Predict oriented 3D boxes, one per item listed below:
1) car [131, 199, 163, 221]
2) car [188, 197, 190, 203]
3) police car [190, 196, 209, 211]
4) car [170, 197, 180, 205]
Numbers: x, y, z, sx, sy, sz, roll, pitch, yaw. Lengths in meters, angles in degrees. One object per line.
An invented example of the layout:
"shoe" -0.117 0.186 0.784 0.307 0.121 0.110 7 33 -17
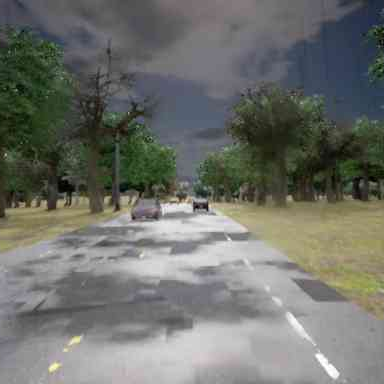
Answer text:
"car" -3.599 1.337 27.034 2.097 1.767 4.553 0 0 0
"car" -0.008 1.711 74.065 1.882 1.535 5.008 0 -1 0
"police car" 1.045 1.475 40.538 1.930 1.638 5.238 0 0 0
"car" -3.513 1.759 67.751 1.882 1.535 5.008 0 -1 0
